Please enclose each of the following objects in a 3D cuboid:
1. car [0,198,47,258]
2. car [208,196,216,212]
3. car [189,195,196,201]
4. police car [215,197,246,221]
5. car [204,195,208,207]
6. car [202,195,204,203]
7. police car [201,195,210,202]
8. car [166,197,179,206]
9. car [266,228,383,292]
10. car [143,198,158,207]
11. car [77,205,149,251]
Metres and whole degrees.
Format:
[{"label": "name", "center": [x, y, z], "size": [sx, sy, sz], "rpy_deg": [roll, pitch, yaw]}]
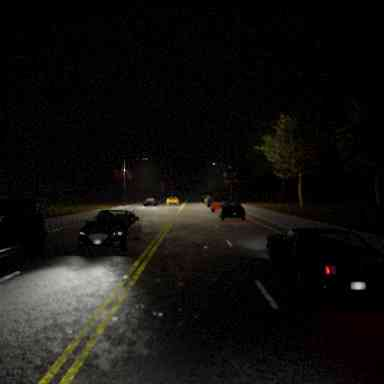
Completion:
[{"label": "car", "center": [-6.590, 1.229, 10.395], "size": [2.150, 2.045, 5.566], "rpy_deg": [0, 0, 0]}, {"label": "car", "center": [3.292, 1.421, 39.008], "size": [2.097, 1.767, 4.553], "rpy_deg": [0, 0, 0]}, {"label": "car", "center": [0.099, 1.610, 91.648], "size": [2.033, 1.411, 5.357], "rpy_deg": [0, 0, 0]}, {"label": "police car", "center": [3.280, 1.466, 28.147], "size": [1.930, 1.638, 5.238], "rpy_deg": [0, 0, 0]}, {"label": "car", "center": [3.304, 1.451, 50.010], "size": [2.097, 1.767, 4.553], "rpy_deg": [0, 0, 0]}, {"label": "car", "center": [3.316, 1.587, 61.231], "size": [1.801, 1.575, 5.366], "rpy_deg": [0, 0, 0]}, {"label": "police car", "center": [3.339, 1.624, 83.155], "size": [1.930, 1.638, 5.238], "rpy_deg": [0, 0, 0]}, {"label": "car", "center": [-3.251, 1.593, 55.991], "size": [1.882, 1.535, 5.008], "rpy_deg": [0, 0, 0]}, {"label": "car", "center": [3.359, 1.606, 8.924], "size": [1.895, 1.301, 4.718], "rpy_deg": [0, 0, 0]}, {"label": "car", "center": [-6.514, 1.669, 52.377], "size": [1.994, 1.385, 4.181], "rpy_deg": [0, 0, 0]}, {"label": "car", "center": [-3.335, 1.503, 14.186], "size": [2.128, 1.511, 4.902], "rpy_deg": [0, 0, 0]}]
